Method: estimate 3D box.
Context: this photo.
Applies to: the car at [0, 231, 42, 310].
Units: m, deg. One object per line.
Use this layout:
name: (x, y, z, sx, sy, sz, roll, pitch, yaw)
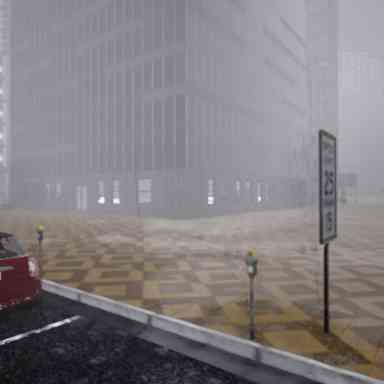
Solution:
car: (-4.836, 1.426, 6.653, 4.097, 1.590, 1.967, 0, -1, 37)
